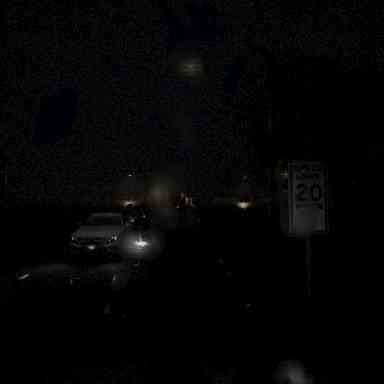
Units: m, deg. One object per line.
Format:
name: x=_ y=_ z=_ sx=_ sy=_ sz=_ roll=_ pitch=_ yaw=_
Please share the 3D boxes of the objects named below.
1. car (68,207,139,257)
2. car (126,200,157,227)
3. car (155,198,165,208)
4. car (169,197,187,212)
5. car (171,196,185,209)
car: x=-3.386 y=1.544 z=13.202 sx=1.812 sy=1.442 sz=4.674 roll=0 pitch=0 yaw=-3
car: x=-3.829 y=1.531 z=22.996 sx=2.128 sy=1.511 sz=4.902 roll=0 pitch=0 yaw=-2
car: x=-5.196 y=1.731 z=52.748 sx=2.033 sy=1.411 sz=5.357 roll=0 pitch=0 yaw=-3
car: x=-1.664 y=1.665 z=39.742 sx=1.994 sy=1.385 sz=4.181 roll=0 pitch=0 yaw=-1
car: x=-2.101 y=1.511 z=49.572 sx=2.097 sy=1.767 sz=4.553 roll=0 pitch=0 yaw=-3
